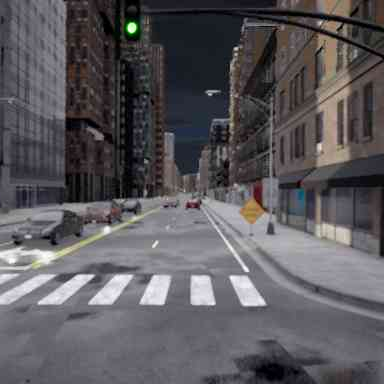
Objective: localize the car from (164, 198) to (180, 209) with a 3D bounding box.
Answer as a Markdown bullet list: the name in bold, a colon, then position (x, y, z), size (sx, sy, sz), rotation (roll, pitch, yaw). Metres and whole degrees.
- **car**: position (-3.145, 1.793, 49.732), size (1.895, 1.301, 4.718), rotation (0, 0, 0)

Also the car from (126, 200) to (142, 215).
- **car**: position (-6.581, 1.590, 35.817), size (1.882, 1.535, 5.008), rotation (0, 0, 0)

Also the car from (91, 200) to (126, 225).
- **car**: position (-6.590, 1.425, 24.658), size (2.097, 1.767, 4.553), rotation (0, 0, 0)

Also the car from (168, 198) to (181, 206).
- **car**: position (-3.147, 1.782, 59.991), size (2.033, 1.411, 5.357), rotation (0, 0, 0)

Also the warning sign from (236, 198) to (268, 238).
- **warning sign**: position (2.862, 1.225, 16.002), size (1.300, 1.860, 1.060), rotation (1, 0, 0)

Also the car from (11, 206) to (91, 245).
- **car**: position (-6.602, 1.564, 15.841), size (1.812, 1.442, 4.674), rotation (0, 0, 2)

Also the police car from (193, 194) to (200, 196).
- **police car**: position (0.982, 1.716, 66.116), size (1.930, 1.638, 5.238), rotation (0, 0, 0)

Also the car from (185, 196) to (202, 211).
- **car**: position (0.107, 1.676, 45.192), size (1.882, 1.535, 5.008), rotation (0, 0, 0)

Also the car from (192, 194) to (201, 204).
- **car**: position (0.985, 1.560, 76.036), size (2.150, 2.045, 5.566), rotation (0, 0, 0)

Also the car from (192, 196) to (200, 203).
- **car**: position (0.983, 1.840, 82.006), size (1.882, 1.535, 5.008), rotation (0, 0, 0)
